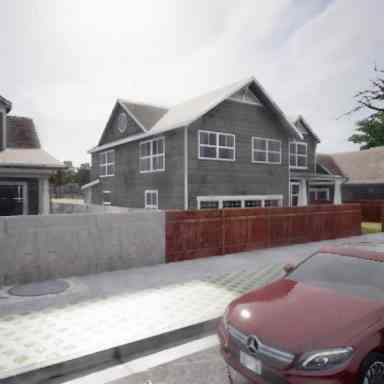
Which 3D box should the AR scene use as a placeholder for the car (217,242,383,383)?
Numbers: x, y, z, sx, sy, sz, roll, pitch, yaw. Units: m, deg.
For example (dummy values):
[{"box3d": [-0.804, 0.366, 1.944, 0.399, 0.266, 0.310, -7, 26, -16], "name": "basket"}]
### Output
[{"box3d": [2.503, 1.533, 4.844, 4.674, 1.442, 1.812, 0, 0, -36], "name": "car"}]
